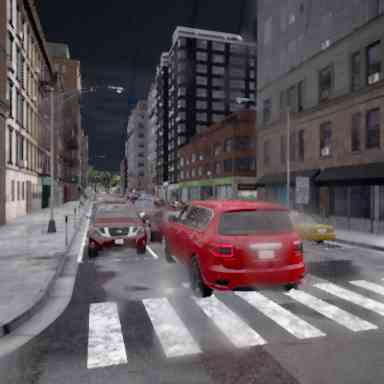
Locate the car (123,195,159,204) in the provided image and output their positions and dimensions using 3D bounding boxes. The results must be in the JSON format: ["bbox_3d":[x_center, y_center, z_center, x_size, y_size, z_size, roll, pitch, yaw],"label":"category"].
[{"bbox_3d":[-3.488,1.341,23.745,2.097,1.767,4.553,0,0,-16],"label":"car"}]

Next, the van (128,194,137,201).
[{"bbox_3d":[-14.438,1.320,80.886,1.690,1.788,3.998,0,0,-16],"label":"van"}]

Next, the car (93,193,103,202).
[{"bbox_3d":[-22.154,1.266,78.638,2.192,1.841,5.009,0,0,-16],"label":"car"}]

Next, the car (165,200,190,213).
[{"bbox_3d":[-1.720,1.585,37.271,1.802,1.307,4.206,0,0,-16],"label":"car"}]

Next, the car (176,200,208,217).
[{"bbox_3d":[-0.130,1.550,31.820,1.887,1.381,4.507,0,0,-16],"label":"car"}]

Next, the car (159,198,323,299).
[{"bbox_3d":[0.712,1.211,8.753,2.150,2.045,5.566,0,1,-14],"label":"car"}]

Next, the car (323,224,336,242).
[{"bbox_3d":[4.593,1.536,15.627,1.752,1.417,4.829,0,0,-16],"label":"car"}]

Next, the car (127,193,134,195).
[{"bbox_3d":[-12.848,1.298,75.434,2.192,1.841,5.009,0,0,-16],"label":"car"}]

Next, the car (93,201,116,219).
[{"bbox_3d":[-7.839,1.522,29.579,1.887,1.381,4.507,0,0,-16],"label":"car"}]

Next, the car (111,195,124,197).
[{"bbox_3d":[-9.101,1.473,43.212,2.128,1.511,4.902,0,0,-16],"label":"car"}]

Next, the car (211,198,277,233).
[{"bbox_3d":[3.051,1.324,20.917,2.192,1.841,5.009,0,0,-16],"label":"car"}]

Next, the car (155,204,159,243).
[{"bbox_3d":[-0.608,1.477,13.875,1.882,1.535,5.008,1,-1,-16],"label":"car"}]

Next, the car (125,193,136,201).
[{"bbox_3d":[-16.028,1.290,86.338,2.192,1.841,5.009,0,0,-16],"label":"car"}]

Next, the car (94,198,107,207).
[{"bbox_3d":[-14.202,1.550,51.383,1.802,1.307,4.206,0,0,-16],"label":"car"}]

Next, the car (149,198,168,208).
[{"bbox_3d":[-4.900,1.543,48.176,1.887,1.381,4.507,0,0,-16],"label":"car"}]

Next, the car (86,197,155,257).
[{"bbox_3d":[-3.066,1.298,13.226,2.192,1.841,5.009,0,0,-16],"label":"car"}]

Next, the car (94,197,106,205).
[{"bbox_3d":[-15.792,1.531,56.834,1.947,1.339,4.313,0,0,-16],"label":"car"}]

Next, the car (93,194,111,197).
[{"bbox_3d":[-12.611,1.410,45.932,1.967,1.590,4.097,0,0,-16],"label":"car"}]

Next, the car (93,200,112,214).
[{"bbox_3d":[-9.430,1.557,35.030,1.802,1.307,4.206,0,0,-16],"label":"car"}]

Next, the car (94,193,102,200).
[{"bbox_3d":[-25.335,1.258,89.540,2.192,1.841,5.009,0,0,-16],"label":"car"}]

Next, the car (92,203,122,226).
[{"bbox_3d":[-6.248,1.545,24.128,1.947,1.339,4.313,0,0,-16],"label":"car"}]
